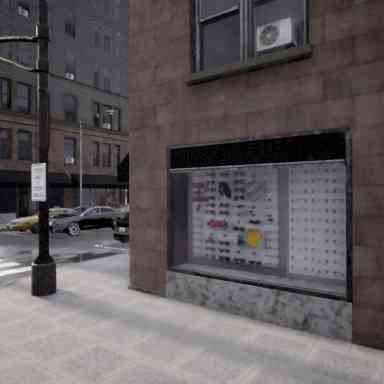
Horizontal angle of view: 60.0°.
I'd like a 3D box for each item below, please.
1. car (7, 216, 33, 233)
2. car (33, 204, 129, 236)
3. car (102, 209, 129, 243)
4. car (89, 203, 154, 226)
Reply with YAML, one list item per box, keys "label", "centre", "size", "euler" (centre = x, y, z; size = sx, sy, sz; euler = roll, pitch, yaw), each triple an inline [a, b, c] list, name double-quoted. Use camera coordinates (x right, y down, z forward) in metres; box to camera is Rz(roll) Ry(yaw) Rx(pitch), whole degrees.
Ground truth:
- label: "car"
  centre: [-8.250, 1.555, 19.711]
  size: [1.752, 1.417, 4.829]
  euler: [0, 0, 35]
- label: "car"
  centre: [-5.868, 1.511, 18.694]
  size: [2.128, 1.511, 4.902]
  euler: [0, 0, 36]
- label: "car"
  centre: [-1.622, 1.561, 15.182]
  size: [1.947, 1.339, 4.313]
  euler: [0, 0, 35]
- label: "car"
  centre: [-5.008, 1.585, 24.256]
  size: [2.008, 1.369, 4.403]
  euler: [0, 0, 35]
